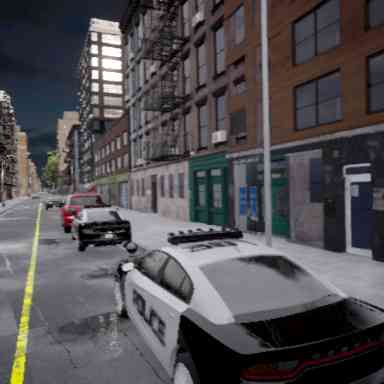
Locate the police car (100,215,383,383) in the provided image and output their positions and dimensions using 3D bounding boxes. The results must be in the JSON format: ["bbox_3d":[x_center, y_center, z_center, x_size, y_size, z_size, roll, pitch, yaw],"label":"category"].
[{"bbox_3d":[0.148,1.349,4.797,1.930,1.638,5.238,-2,1,-24],"label":"police car"}]

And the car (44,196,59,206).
[{"bbox_3d":[-21.754,1.415,51.357,1.994,1.385,4.181,-2,1,-24],"label":"car"}]

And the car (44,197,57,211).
[{"bbox_3d":[-16.590,1.374,39.913,1.837,1.490,4.892,-2,1,-24],"label":"car"}]

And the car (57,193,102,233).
[{"bbox_3d":[-6.381,1.111,19.316,2.150,2.045,5.566,-2,1,-24],"label":"car"}]

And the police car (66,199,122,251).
[{"bbox_3d":[-3.950,1.324,13.919,1.930,1.638,5.238,-2,1,-24],"label":"police car"}]
